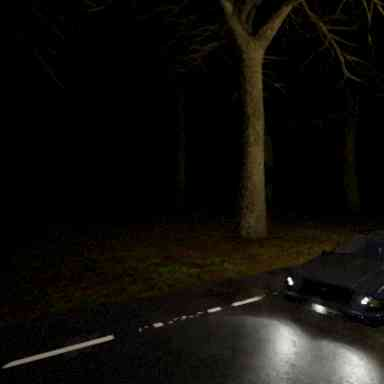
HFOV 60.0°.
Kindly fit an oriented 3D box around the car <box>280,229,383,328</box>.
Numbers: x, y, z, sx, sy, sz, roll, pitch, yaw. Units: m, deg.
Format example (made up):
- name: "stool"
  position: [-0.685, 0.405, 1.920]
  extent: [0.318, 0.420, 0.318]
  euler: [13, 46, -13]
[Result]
- name: "car"
  position: [4.270, 1.530, 7.040]
  extent: [5.357, 1.411, 2.033]
  euler: [0, 0, -35]
